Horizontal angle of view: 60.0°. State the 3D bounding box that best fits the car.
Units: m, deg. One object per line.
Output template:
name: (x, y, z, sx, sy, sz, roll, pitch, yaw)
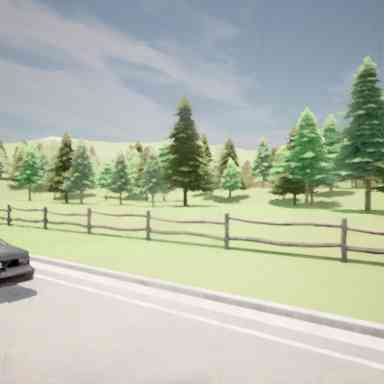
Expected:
car: (-6.048, 1.568, 8.264, 5.357, 1.411, 2.033, 0, 0, 36)
